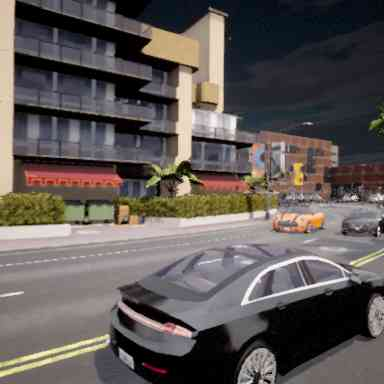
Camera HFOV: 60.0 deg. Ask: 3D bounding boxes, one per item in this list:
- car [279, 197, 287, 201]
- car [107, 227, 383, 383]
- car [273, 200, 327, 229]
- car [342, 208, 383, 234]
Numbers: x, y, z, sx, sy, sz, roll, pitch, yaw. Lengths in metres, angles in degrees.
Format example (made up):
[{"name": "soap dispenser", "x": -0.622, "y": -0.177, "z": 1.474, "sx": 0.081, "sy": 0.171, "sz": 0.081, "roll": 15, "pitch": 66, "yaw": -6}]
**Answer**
[{"name": "car", "x": 16.273, "y": 2.225, "z": 62.305, "sx": 2.128, "sy": 1.511, "sz": 4.902, "roll": 1, "pitch": -1, "yaw": -21}, {"name": "car", "x": 1.200, "y": 1.548, "z": 4.999, "sx": 4.902, "sy": 1.511, "sz": 2.128, "roll": 1, "pitch": -1, "yaw": -39}, {"name": "car", "x": 6.867, "y": 1.606, "z": 21.090, "sx": 2.097, "sy": 1.767, "sz": 4.553, "roll": 0, "pitch": -1, "yaw": 37}, {"name": "car", "x": 10.345, "y": 1.774, "z": 19.841, "sx": 1.837, "sy": 1.490, "sz": 4.892, "roll": 1, "pitch": 0, "yaw": 37}]
